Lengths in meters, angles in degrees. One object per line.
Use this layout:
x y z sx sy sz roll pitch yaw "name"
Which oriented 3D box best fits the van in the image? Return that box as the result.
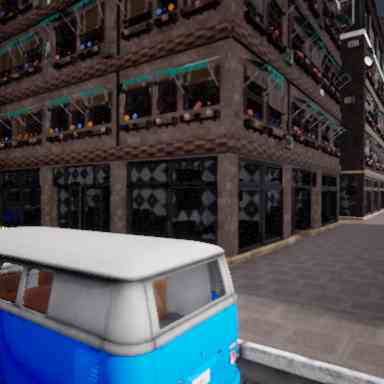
-1.433 1.373 3.880 3.998 1.788 1.690 -1 0 36 "van"
